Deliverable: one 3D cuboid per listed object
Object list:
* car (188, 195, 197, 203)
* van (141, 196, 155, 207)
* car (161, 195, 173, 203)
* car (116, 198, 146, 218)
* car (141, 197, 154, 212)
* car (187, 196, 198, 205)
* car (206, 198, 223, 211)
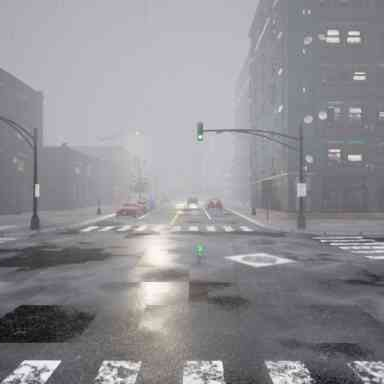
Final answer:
[{"bbox_3d":[0.133,1.495,68.465,1.882,1.535,5.008,0,0,0],"label":"car"},{"bbox_3d":[-5.590,1.351,41.751,1.690,1.788,3.998,1,0,0],"label":"van"},{"bbox_3d":[-5.540,1.600,70.185,1.802,1.307,4.206,1,0,0],"label":"car"},{"bbox_3d":[-5.693,1.552,30.382,1.887,1.381,4.507,1,0,0],"label":"car"},{"bbox_3d":[-5.606,1.553,36.064,1.887,1.381,4.507,1,0,0],"label":"car"},{"bbox_3d":[0.114,1.519,58.041,1.837,1.490,4.892,0,0,0],"label":"car"},{"bbox_3d":[2.787,1.450,41.796,1.967,1.590,4.097,1,0,0],"label":"car"}]
